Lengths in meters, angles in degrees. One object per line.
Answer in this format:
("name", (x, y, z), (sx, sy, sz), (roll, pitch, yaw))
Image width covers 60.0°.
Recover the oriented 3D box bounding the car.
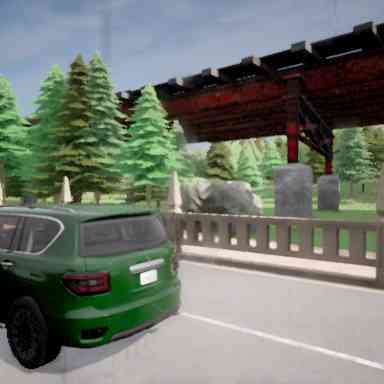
("car", (-2.757, 1.215, 5.939), (5.566, 2.045, 2.150), (0, 0, 35))
